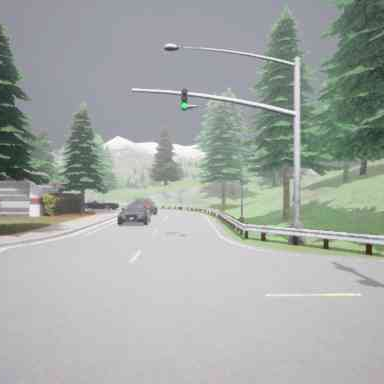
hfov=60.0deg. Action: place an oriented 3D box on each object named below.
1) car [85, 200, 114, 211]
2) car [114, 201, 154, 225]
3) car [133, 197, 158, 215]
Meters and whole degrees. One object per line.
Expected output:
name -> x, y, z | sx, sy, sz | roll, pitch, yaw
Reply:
car -> -11.531, 1.606, 41.432 | 4.718, 1.301, 1.895 | 0, 0, 14
car -> -4.068, 1.563, 23.926 | 1.994, 1.385, 4.181 | 0, 0, -2
car -> -4.932, 1.350, 33.714 | 2.097, 1.767, 4.553 | 0, 0, -19
